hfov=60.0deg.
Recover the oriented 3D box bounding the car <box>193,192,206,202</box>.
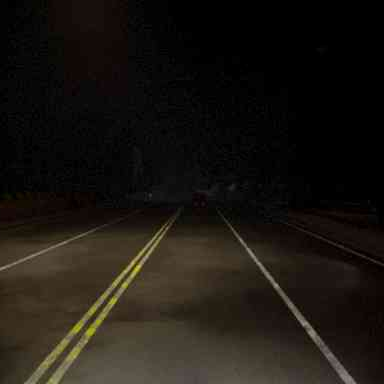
[{"bbox_3d":[1.174,0.721,51.795,2.128,1.511,4.902,0,0,1],"label":"car"}]
